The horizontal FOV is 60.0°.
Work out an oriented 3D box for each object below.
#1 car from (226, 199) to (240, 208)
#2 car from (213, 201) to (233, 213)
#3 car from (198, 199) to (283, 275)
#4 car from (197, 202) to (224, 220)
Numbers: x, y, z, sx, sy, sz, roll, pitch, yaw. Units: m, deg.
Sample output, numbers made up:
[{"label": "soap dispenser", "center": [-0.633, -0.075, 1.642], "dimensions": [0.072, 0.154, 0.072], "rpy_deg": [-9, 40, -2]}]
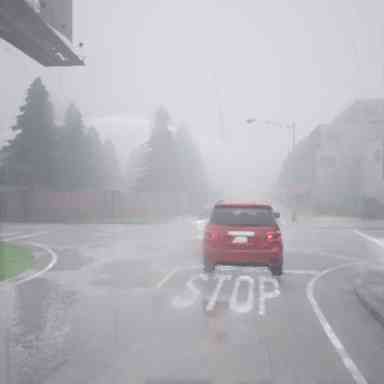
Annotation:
[{"label": "car", "center": [6.893, 1.844, 55.127], "dimensions": [1.895, 1.301, 4.718], "rpy_deg": [0, 0, 12]}, {"label": "car", "center": [3.842, 1.775, 40.314], "dimensions": [1.895, 1.301, 4.718], "rpy_deg": [0, 0, 12]}, {"label": "car", "center": [1.703, 1.265, 10.923], "dimensions": [2.150, 2.045, 5.566], "rpy_deg": [0, 0, 10]}, {"label": "car", "center": [1.813, 1.654, 30.335], "dimensions": [1.812, 1.442, 4.674], "rpy_deg": [0, 0, 11]}]
